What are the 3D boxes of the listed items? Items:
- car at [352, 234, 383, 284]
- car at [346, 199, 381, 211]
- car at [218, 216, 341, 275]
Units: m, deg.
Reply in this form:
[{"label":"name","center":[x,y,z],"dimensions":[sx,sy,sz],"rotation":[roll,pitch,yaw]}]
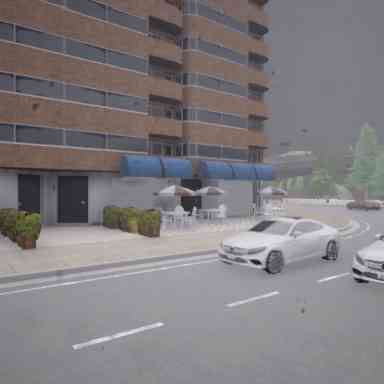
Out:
[{"label":"car","center":[5.935,1.526,8.521],"dimensions":[4.674,1.442,1.812],"rotation":[0,0,-38]},{"label":"car","center":[21.144,1.564,41.140],"dimensions":[1.994,1.385,4.181],"rotation":[0,0,-16]},{"label":"car","center":[2.940,1.526,10.610],"dimensions":[4.674,1.442,1.812],"rotation":[0,0,-37]}]
